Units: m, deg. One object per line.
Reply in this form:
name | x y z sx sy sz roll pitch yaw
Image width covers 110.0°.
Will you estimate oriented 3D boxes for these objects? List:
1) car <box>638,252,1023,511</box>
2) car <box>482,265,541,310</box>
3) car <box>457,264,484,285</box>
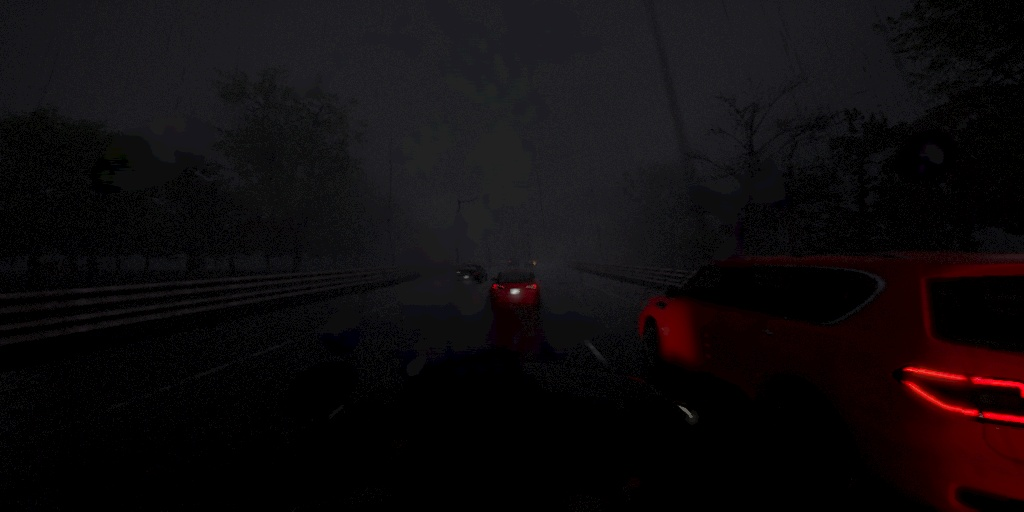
car | 3.497 0.990 4.573 2.150 2.045 5.566 0 0 0
car | 0.163 1.313 15.144 2.163 1.488 4.792 0 0 1
car | -3.000 1.361 27.295 1.812 1.442 4.674 2 0 2
